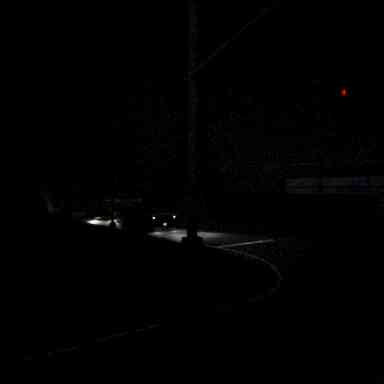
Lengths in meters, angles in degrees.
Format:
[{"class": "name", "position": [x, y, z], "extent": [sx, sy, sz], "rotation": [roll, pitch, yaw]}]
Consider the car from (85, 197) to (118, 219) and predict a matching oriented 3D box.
[{"class": "car", "position": [-8.392, 1.481, 29.870], "extent": [1.882, 1.535, 5.008], "rotation": [0, 0, -26]}]

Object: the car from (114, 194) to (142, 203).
[{"class": "car", "position": [-8.397, 1.226, 40.307], "extent": [2.150, 2.045, 5.566], "rotation": [0, 0, 31]}]

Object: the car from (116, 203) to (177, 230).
[{"class": "car", "position": [-2.921, 1.604, 21.625], "extent": [1.895, 1.301, 4.718], "rotation": [0, 0, -37]}]
